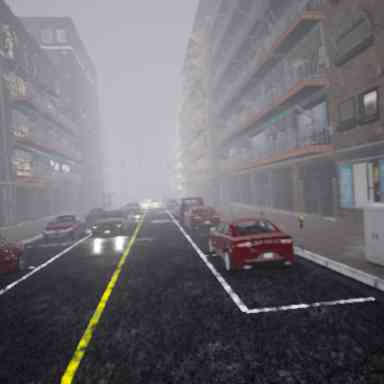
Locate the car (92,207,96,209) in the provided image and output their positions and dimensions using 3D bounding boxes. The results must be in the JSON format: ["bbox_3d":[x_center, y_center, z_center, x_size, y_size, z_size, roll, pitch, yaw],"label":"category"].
[{"bbox_3d":[-8.555,2.056,30.577,1.947,1.339,4.313,-4,0,-6],"label":"car"}]

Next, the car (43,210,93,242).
[{"bbox_3d":[-7.283,2.004,19.347,1.802,1.307,4.206,-4,0,-6],"label":"car"}]

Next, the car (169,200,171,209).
[{"bbox_3d":[-0.733,1.563,31.110,2.008,1.369,4.403,-4,0,-6],"label":"car"}]

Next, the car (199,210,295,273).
[{"bbox_3d":[1.614,1.433,10.363,1.887,1.381,4.507,-4,0,-6],"label":"car"}]

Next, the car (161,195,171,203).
[{"bbox_3d":[-6.458,1.652,81.767,2.192,1.841,5.009,-4,0,-6],"label":"car"}]

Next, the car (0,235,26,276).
[{"bbox_3d":[-6.166,1.946,9.478,1.802,1.307,4.206,-4,0,-6],"label":"car"}]

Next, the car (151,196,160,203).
[{"bbox_3d":[-8.581,1.945,78.057,1.895,1.301,4.718,-3,0,-6],"label":"car"}]

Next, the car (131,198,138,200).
[{"bbox_3d":[-14.280,2.255,81.114,1.967,1.590,4.097,-4,0,-6],"label":"car"}]

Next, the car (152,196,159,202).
[{"bbox_3d":[-9.736,1.917,88.209,1.812,1.442,4.674,-3,0,-6],"label":"car"}]

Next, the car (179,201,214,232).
[{"bbox_3d":[0.540,1.489,19.854,1.887,1.381,4.507,-4,0,-6],"label":"car"}]

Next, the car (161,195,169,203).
[{"bbox_3d":[-4.553,1.778,64.880,2.008,1.369,4.403,-4,0,-6],"label":"car"}]

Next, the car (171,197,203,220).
[{"bbox_3d":[-0.114,1.294,25.481,2.192,1.841,5.009,-4,0,-6],"label":"car"}]

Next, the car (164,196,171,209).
[{"bbox_3d":[-2.642,1.684,47.995,1.947,1.339,4.313,-4,0,-6],"label":"car"}]

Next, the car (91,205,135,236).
[{"bbox_3d":[-4.983,1.828,20.968,2.033,1.411,5.357,-3,0,-6],"label":"car"}]

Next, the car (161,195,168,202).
[{"bbox_3d":[-7.707,1.851,93.026,1.967,1.590,4.097,-4,0,-6],"label":"car"}]

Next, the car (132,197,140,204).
[{"bbox_3d":[-15.550,2.330,92.345,1.967,1.590,4.097,-4,0,-6],"label":"car"}]

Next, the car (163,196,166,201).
[{"bbox_3d":[-3.281,1.699,53.623,1.887,1.381,4.507,-4,0,-6],"label":"car"}]

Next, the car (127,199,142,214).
[{"bbox_3d":[-7.021,1.968,39.887,2.033,1.411,5.357,-3,0,-6],"label":"car"}]
